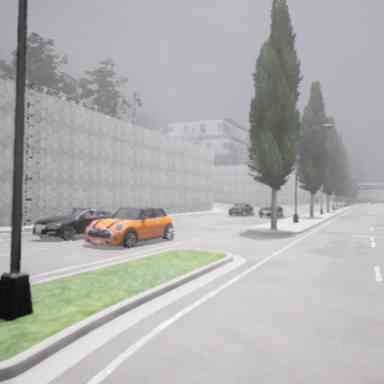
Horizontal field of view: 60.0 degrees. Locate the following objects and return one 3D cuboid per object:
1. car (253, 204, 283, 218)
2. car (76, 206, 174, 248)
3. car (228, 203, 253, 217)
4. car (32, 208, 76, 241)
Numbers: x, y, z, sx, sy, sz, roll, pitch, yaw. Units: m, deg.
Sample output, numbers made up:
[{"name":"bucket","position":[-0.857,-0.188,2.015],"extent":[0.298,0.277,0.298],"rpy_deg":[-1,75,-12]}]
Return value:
[{"name":"car","position":[8.838,2.094,37.035],"extent":[2.128,1.511,4.902],"rpy_deg":[1,-1,28]},{"name":"car","position":[-2.744,1.458,15.427],"extent":[2.097,1.767,4.553],"rpy_deg":[1,-1,28]},{"name":"car","position":[5.746,2.057,38.675],"extent":[1.837,1.490,4.892],"rpy_deg":[1,-1,28]},{"name":"car","position":[-5.774,1.548,17.179],"extent":[2.128,1.511,4.902],"rpy_deg":[1,-1,28]}]
